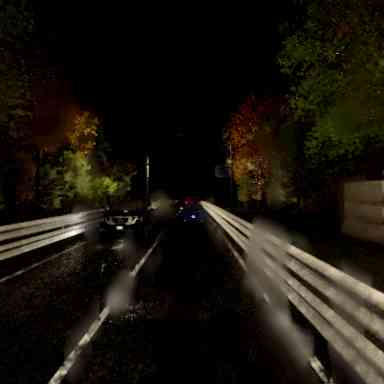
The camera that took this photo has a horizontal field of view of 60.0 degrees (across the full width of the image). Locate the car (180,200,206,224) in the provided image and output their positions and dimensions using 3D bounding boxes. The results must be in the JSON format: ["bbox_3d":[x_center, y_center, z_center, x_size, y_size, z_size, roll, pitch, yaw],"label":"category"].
[{"bbox_3d":[0.098,1.634,26.204,1.882,1.535,5.008,0,-1,0],"label":"car"}]

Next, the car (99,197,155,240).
[{"bbox_3d":[-3.260,1.303,17.831,2.150,2.045,5.566,0,-1,0],"label":"car"}]

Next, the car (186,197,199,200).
[{"bbox_3d":[0.095,1.690,46.645,2.150,2.045,5.566,0,-1,0],"label":"car"}]
